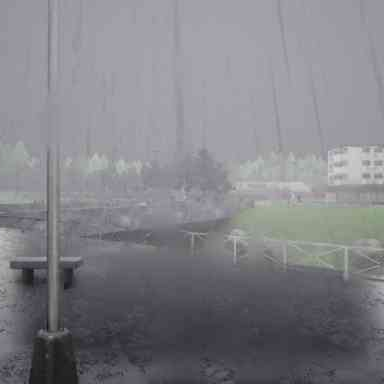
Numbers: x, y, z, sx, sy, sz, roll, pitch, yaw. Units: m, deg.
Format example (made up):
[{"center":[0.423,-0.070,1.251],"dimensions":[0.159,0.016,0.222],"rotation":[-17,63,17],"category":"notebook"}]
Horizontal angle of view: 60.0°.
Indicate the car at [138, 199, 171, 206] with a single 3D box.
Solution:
[{"center":[-4.808,1.601,43.522],"dimensions":[1.895,1.301,4.718],"rotation":[0,0,36],"category":"car"}]
